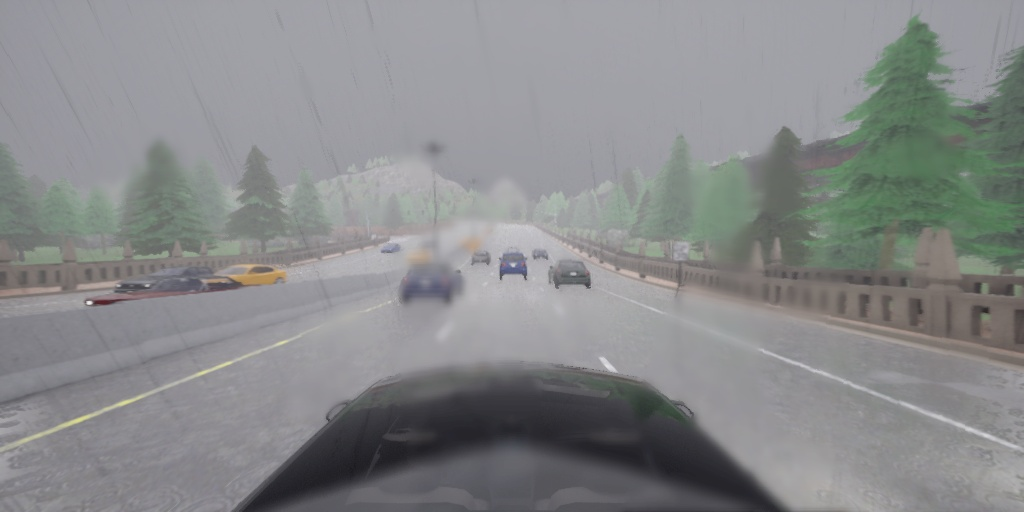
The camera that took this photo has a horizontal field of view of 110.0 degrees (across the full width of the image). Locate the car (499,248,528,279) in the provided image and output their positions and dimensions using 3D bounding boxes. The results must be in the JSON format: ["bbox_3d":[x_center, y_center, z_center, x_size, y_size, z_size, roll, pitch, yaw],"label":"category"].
[{"bbox_3d":[0.093,0.675,29.085,2.150,2.045,5.566,0,3,0],"label":"car"}]

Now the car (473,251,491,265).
[{"bbox_3d":[-3.410,0.111,41.152,2.128,1.511,4.902,0,5,0],"label":"car"}]

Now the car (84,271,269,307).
[{"bbox_3d":[-10.602,1.334,11.751,1.895,1.301,4.718,0,0,0],"label":"car"}]

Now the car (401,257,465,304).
[{"bbox_3d":[-3.404,1.078,16.250,2.097,1.767,4.553,0,0,0],"label":"car"}]

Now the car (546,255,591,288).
[{"bbox_3d":[3.594,1.012,22.964,2.097,1.767,4.553,0,1,0],"label":"car"}]

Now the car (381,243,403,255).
[{"bbox_3d":[-17.555,-1.143,52.397,1.882,1.535,5.008,0,7,1],"label":"car"}]

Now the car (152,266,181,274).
[{"bbox_3d":[-17.603,1.262,19.176,2.033,1.411,5.357,0,0,0],"label":"car"}]

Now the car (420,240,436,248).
[{"bbox_3d":[-13.991,-1.904,59.924,1.895,1.301,4.718,0,7,1],"label":"car"}]

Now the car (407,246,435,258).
[{"bbox_3d":[-10.589,0.105,41.057,1.882,1.535,5.008,0,5,0],"label":"car"}]

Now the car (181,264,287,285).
[{"bbox_3d":[-14.102,1.193,18.922,1.882,1.535,5.008,0,0,0],"label":"car"}]

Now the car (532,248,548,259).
[{"bbox_3d":[3.590,-0.338,46.582,1.895,1.301,4.718,0,6,0],"label":"car"}]
